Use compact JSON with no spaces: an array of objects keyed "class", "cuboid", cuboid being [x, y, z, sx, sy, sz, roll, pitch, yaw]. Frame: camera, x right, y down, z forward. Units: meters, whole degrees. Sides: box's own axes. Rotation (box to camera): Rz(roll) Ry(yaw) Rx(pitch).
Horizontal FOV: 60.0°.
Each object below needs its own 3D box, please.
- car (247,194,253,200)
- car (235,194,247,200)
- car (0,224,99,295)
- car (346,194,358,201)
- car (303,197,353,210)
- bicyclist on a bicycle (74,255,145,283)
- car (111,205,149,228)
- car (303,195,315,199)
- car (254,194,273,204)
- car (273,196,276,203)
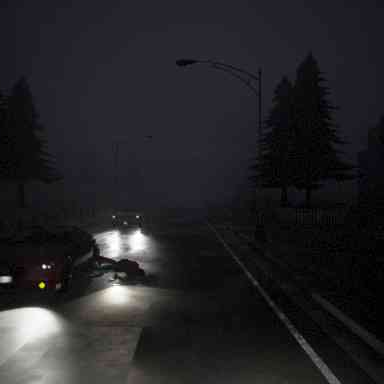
[{"class":"car","cuboid":[15.155,1.330,84.464,2.152,1.636,5.027,0,0,-1]},{"class":"car","cuboid":[12.019,1.339,84.360,2.007,1.523,4.514,0,0,-1]},{"class":"car","cuboid":[-3.813,1.562,8.651,1.994,1.385,4.181,0,0,-2]},{"class":"car","cuboid":[37.118,1.298,77.109,2.007,1.523,4.514,0,0,-1]},{"class":"car","cuboid":[16.688,1.586,40.939,4.718,1.301,1.895,0,0,0]},{"class":"bicyclist on a bicycle","cuboid":[-2.009,1.946,8.408,1.620,0.582,1.656,4,2,-1]},{"class":"car","cuboid":[-4.103,1.601,22.523,1.895,1.301,4.718,0,0,-1]},{"class":"car","cuboid":[27.125,1.320,76.987,1.845,1.501,3.633,0,0,-1]},{"class":"car","cuboid":[12.458,1.374,58.329,1.845,1.501,3.633,0,0,-1]},{"class":"car","cuboid":[15.316,1.384,65.798,1.970,1.475,3.806,0,0,-1]}]
